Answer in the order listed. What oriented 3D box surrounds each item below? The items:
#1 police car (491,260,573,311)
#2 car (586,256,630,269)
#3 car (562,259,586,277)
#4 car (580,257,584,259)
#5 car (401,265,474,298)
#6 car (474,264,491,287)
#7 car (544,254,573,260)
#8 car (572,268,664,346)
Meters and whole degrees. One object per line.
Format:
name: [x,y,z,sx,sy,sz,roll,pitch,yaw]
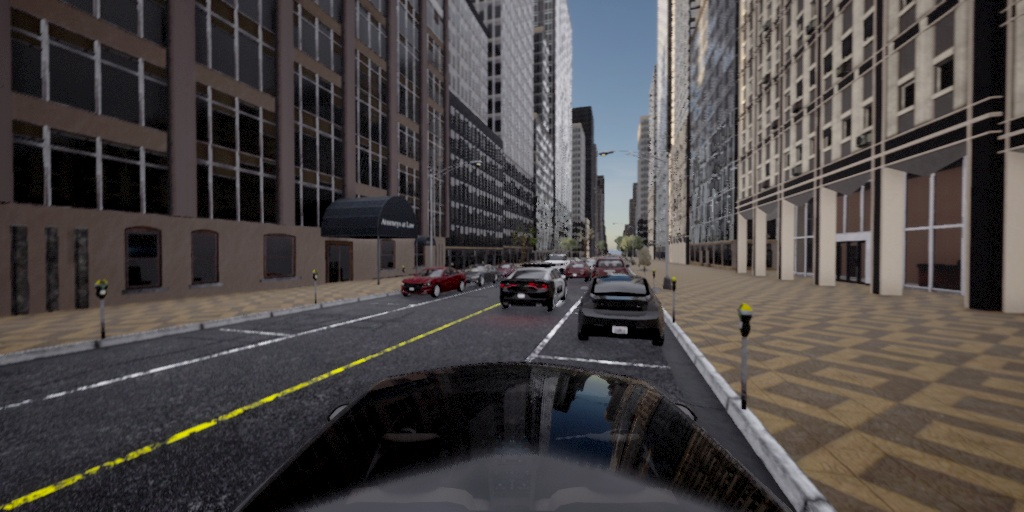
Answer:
police car: [1.047,1.126,14.496,1.930,1.638,5.238,0,0,17]
car: [5.829,1.001,21.173,2.192,1.841,5.009,0,0,17]
car: [5.243,1.181,28.338,1.812,1.442,4.674,0,0,17]
car: [9.602,1.133,43.039,1.812,1.442,4.674,0,0,17]
car: [-3.822,1.219,18.107,1.888,1.381,4.507,0,0,17]
car: [-2.207,1.206,23.556,2.007,1.370,4.403,0,0,17]
car: [4.703,0.837,37.672,2.150,2.045,5.566,0,0,17]
car: [2.850,1.230,9.516,1.837,1.490,4.892,0,0,17]
